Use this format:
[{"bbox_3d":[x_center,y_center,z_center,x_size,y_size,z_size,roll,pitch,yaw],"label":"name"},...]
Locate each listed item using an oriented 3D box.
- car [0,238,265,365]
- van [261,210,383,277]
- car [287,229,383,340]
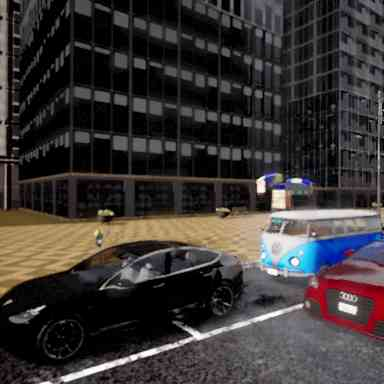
[{"bbox_3d":[-0.975,1.584,5.870,4.313,1.339,1.947,0,0,-36],"label":"car"},{"bbox_3d":[3.636,1.398,9.169,3.998,1.788,1.690,0,0,-36],"label":"van"},{"bbox_3d":[3.999,1.611,6.243,4.181,1.385,1.994,0,0,-36],"label":"car"}]
